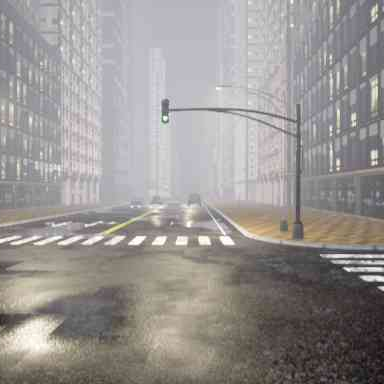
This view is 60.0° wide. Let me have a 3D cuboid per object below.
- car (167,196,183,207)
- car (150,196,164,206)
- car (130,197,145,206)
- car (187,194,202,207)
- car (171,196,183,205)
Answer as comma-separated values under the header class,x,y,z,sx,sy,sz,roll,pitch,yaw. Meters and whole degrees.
class,x,y,z,sx,sy,sz,roll,pitch,yaw
car,-2.871,1.646,53.517,1.895,1.301,4.718,0,0,0
car,-6.092,1.408,57.709,2.097,1.767,4.553,0,0,0
car,-9.342,1.603,57.702,2.033,1.411,5.357,0,0,0
car,0.379,1.266,53.495,2.150,2.045,5.566,0,0,0
car,-2.800,1.565,63.489,2.128,1.511,4.902,0,0,0
